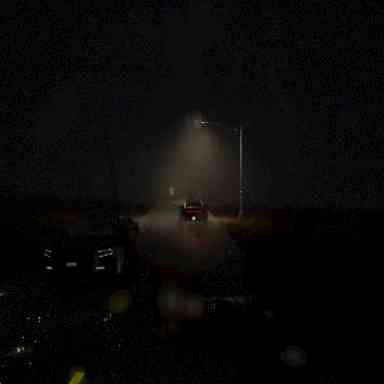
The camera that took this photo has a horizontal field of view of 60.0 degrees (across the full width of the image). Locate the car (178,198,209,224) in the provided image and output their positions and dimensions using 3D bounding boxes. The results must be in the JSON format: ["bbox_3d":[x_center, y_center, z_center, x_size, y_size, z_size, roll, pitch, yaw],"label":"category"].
[{"bbox_3d":[0.115,1.412,23.693,1.837,1.490,4.892,0,0,0],"label":"car"}]

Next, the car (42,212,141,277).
[{"bbox_3d":[-2.801,1.427,10.280,1.882,1.535,5.008,0,0,0],"label":"car"}]
